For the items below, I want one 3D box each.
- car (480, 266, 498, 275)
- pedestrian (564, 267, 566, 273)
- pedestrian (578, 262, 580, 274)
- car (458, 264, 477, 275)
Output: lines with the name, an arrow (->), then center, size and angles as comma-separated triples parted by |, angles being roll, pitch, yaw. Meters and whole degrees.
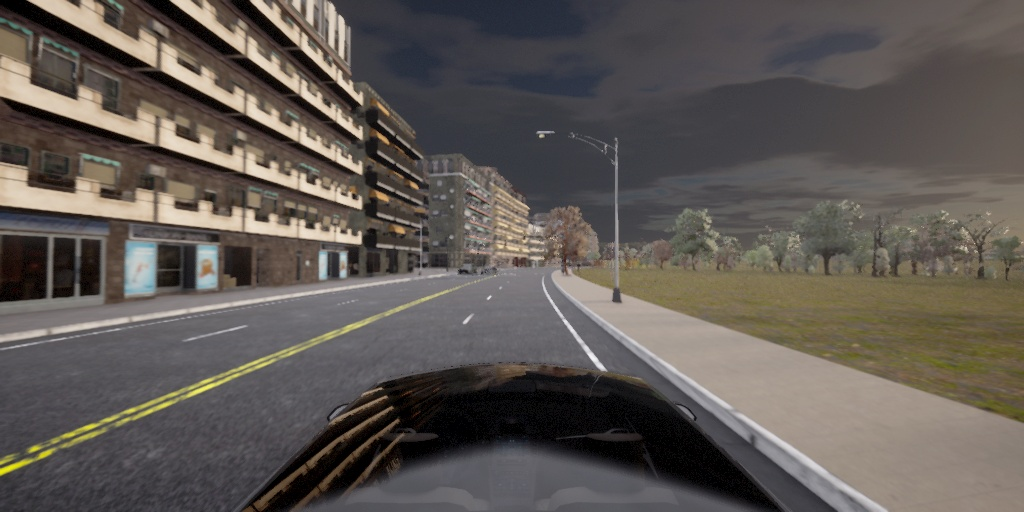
car -> -3.351, 2.122, 53.126 | 1.994, 1.385, 4.181 | 0, -1, 8
pedestrian -> 8.386, 1.771, 56.101 | 0.375, 1.860, 0.375 | 0, -1, 7
pedestrian -> 10.292, 1.802, 55.249 | 0.375, 1.860, 0.375 | 0, -1, 7
car -> -6.593, 1.909, 53.406 | 2.097, 1.767, 4.553 | 0, -1, 7
